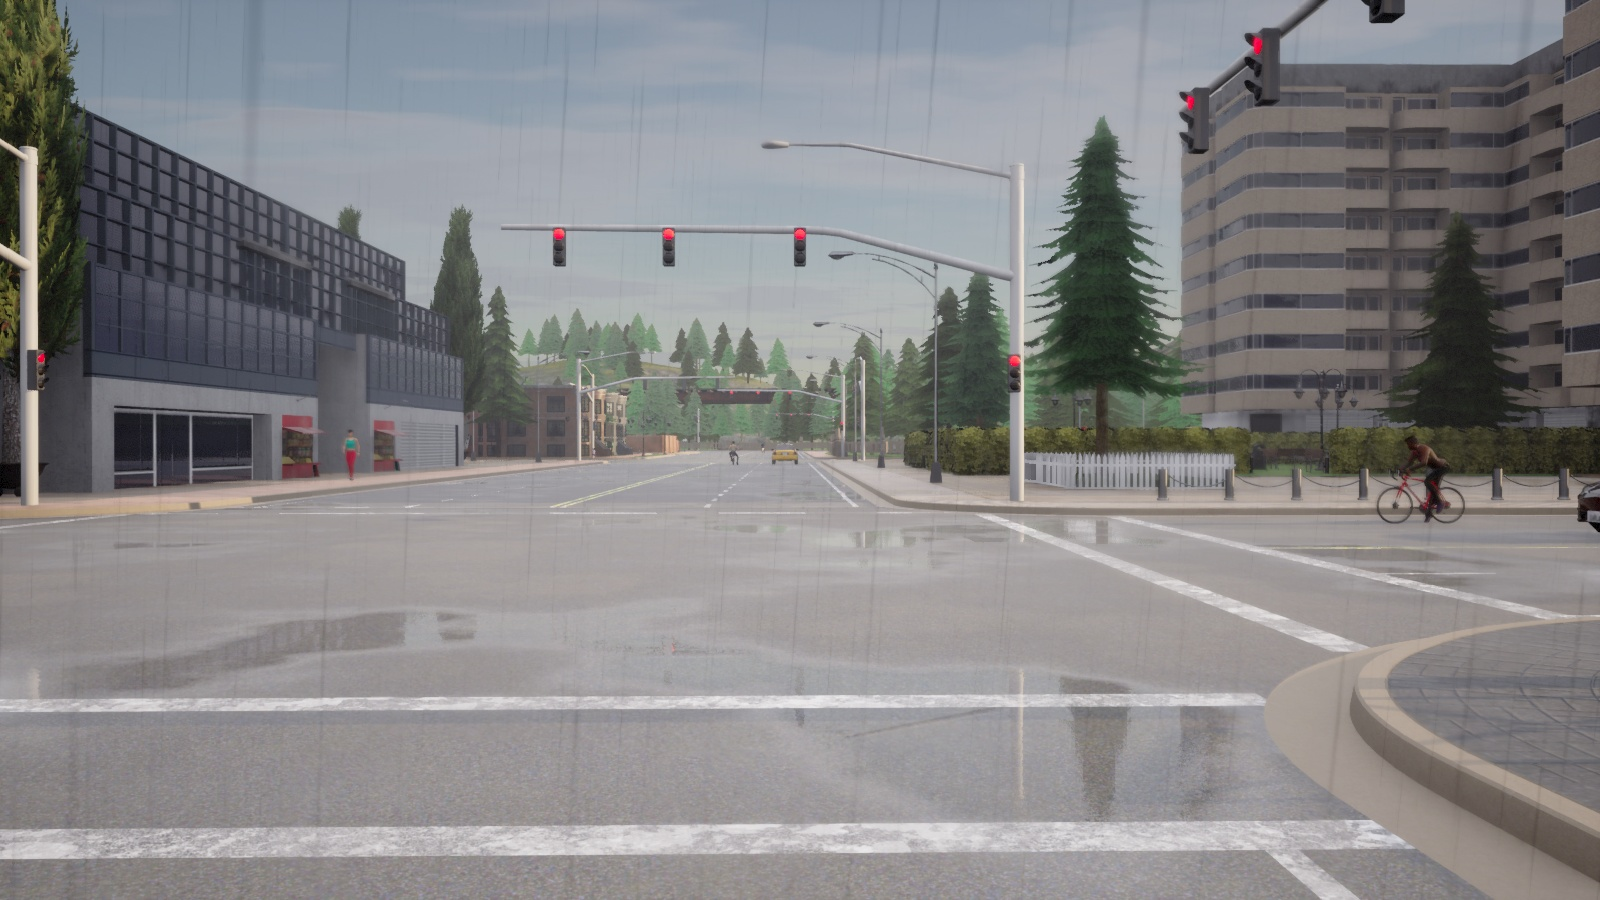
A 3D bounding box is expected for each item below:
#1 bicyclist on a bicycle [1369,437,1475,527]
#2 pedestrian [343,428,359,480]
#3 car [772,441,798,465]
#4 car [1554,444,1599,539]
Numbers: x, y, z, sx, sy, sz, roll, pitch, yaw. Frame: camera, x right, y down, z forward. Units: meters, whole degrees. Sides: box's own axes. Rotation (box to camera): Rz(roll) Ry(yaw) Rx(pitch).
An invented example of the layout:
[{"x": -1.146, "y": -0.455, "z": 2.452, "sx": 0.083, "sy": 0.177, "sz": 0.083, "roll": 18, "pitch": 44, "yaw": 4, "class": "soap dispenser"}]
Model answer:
[{"x": 11.414, "y": 0.578, "z": 23.080, "sx": 1.656, "sy": 1.620, "sz": 0.582, "roll": 0, "pitch": 0, "yaw": -1, "class": "bicyclist on a bicycle"}, {"x": -15.947, "y": 0.140, "z": 44.595, "sx": 0.345, "sy": 1.836, "sz": 0.594, "roll": 0, "pitch": 0, "yaw": -1, "class": "pedestrian"}, {"x": -1.048, "y": 0.189, "z": 87.747, "sx": 1.801, "sy": 1.575, "sz": 5.366, "roll": 0, "pitch": 0, "yaw": -1, "class": "car"}, {"x": 14.827, "y": 0.647, "z": 19.625, "sx": 4.792, "sy": 1.488, "sz": 2.163, "roll": 0, "pitch": 0, "yaw": -1, "class": "car"}]
